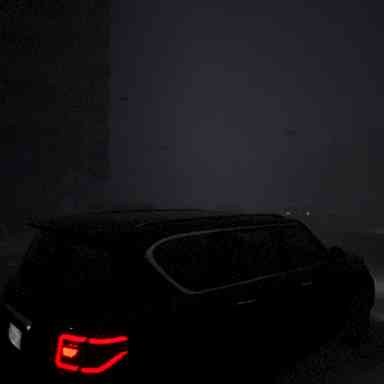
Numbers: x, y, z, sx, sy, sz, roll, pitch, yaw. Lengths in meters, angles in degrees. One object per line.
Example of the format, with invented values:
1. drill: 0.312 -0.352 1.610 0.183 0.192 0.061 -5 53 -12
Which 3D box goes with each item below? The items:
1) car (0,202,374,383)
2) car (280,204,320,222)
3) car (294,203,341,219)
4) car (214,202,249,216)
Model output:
1. car: 0.520 1.264 4.508 5.566 2.045 2.150 1 0 -44
2. car: 9.904 1.890 30.890 1.994 1.385 4.181 0 0 -5
3. car: 12.871 1.922 34.601 2.033 1.411 5.357 0 -1 -11
4. car: 4.498 1.926 39.280 2.033 1.411 5.357 0 -1 -18
